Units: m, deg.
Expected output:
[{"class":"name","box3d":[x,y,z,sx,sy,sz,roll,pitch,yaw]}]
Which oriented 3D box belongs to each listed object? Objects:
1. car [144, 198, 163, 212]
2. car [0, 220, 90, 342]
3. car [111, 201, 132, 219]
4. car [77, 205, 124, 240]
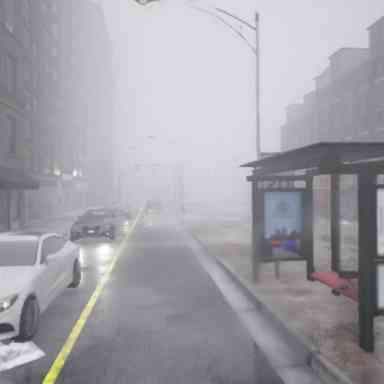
[{"class":"car","box3d":[-4.336,1.453,37.678,1.837,1.490,4.892,-1,0,-6]},{"class":"car","box3d":[-3.510,1.549,6.560,1.812,1.442,4.674,-1,0,-6]},{"class":"car","box3d":[-6.138,1.517,28.486,1.812,1.442,4.674,-1,0,-7]},{"class":"car","box3d":[-4.742,1.572,16.804,1.994,1.385,4.181,-1,0,-7]}]
